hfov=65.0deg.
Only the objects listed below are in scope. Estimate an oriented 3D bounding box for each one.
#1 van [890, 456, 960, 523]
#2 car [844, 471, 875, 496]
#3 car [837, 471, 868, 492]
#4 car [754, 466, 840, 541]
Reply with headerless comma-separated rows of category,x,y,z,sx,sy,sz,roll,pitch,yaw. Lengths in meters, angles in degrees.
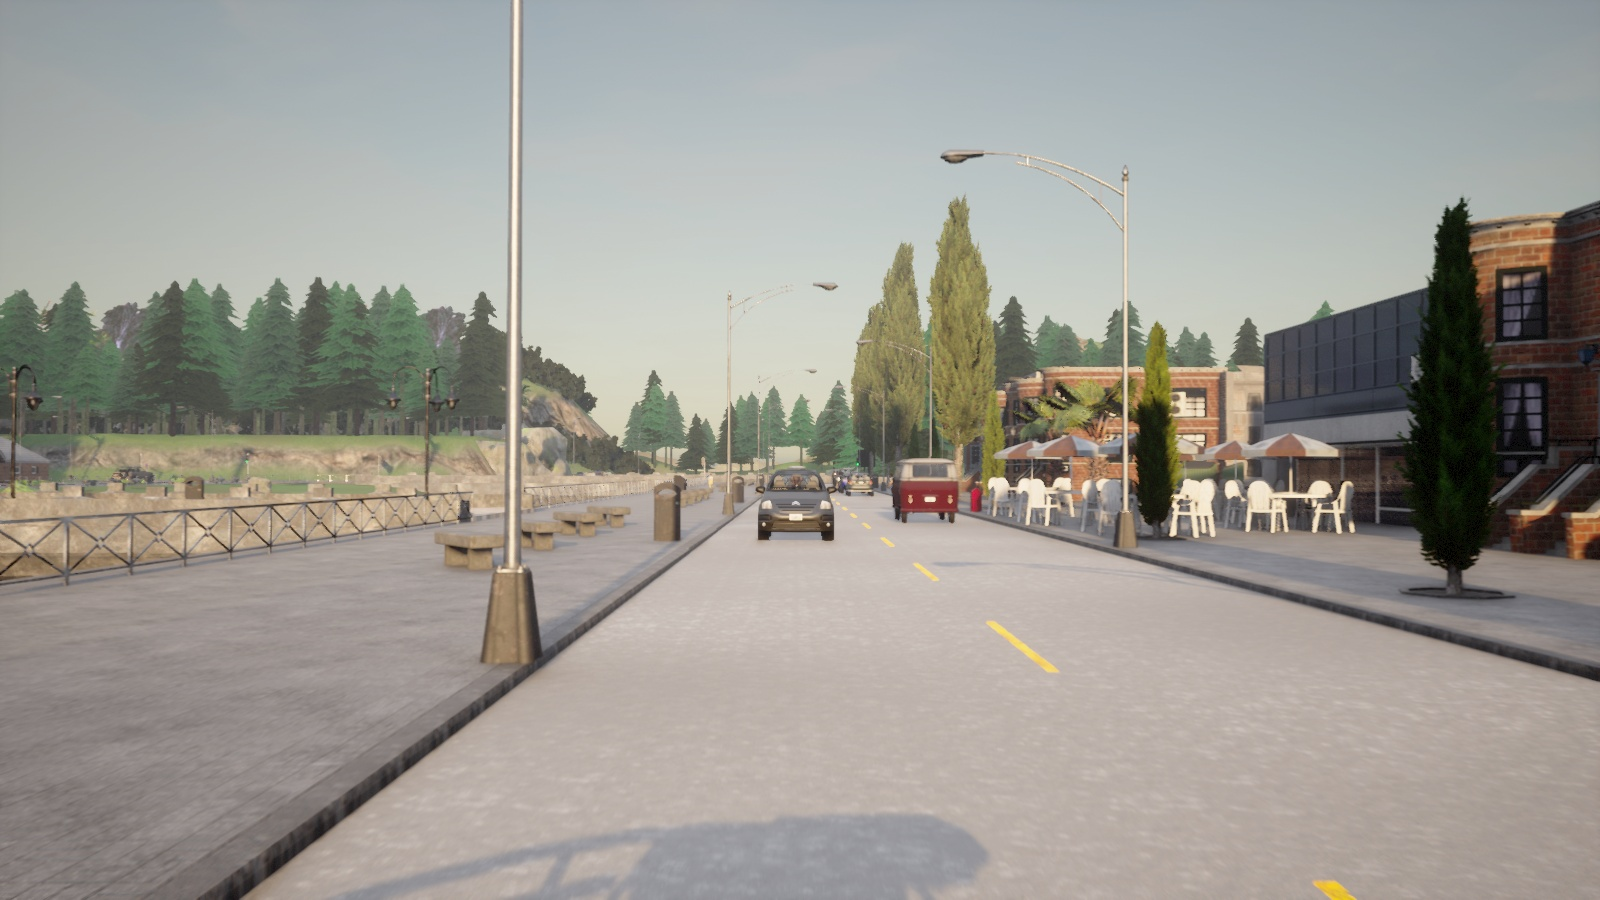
van,3.895,1.217,39.739,1.775,1.987,4.442,0,-1,0
car,3.791,2.121,80.205,1.789,1.549,3.705,0,-1,0
car,3.763,2.270,90.950,2.007,1.525,4.514,0,-1,0
car,-0.077,1.203,29.224,1.851,1.617,3.988,0,-1,0
